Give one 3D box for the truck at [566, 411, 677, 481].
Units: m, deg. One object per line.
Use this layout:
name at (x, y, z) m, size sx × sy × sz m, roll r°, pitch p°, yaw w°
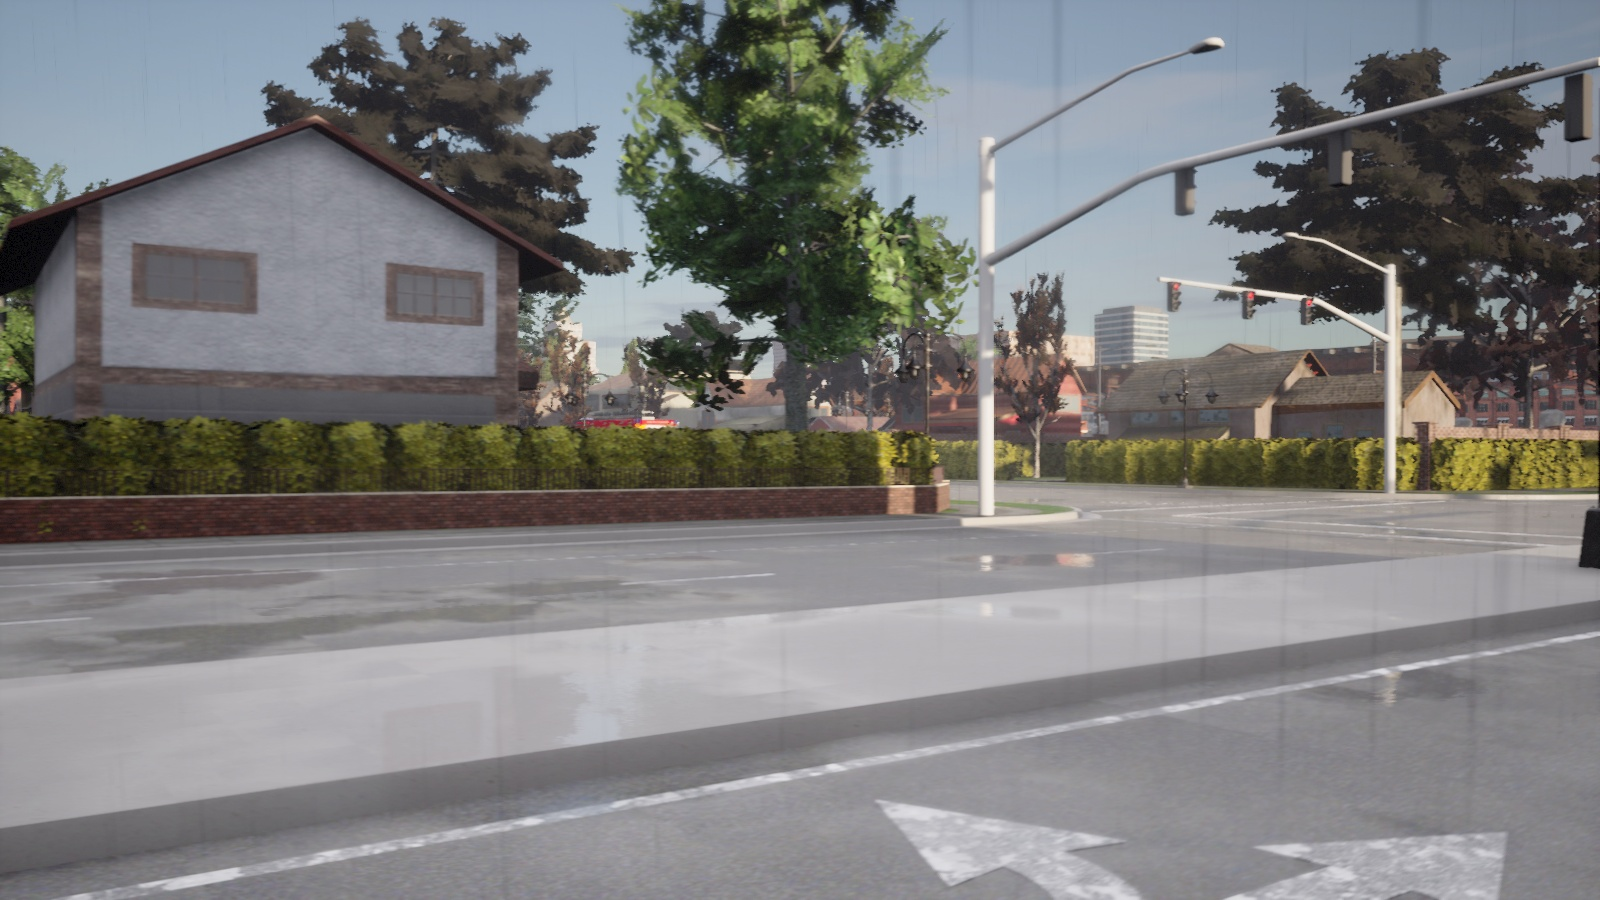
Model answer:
truck at (-10.527, -0.218, 73.254) m, size 2.891 × 3.827 × 8.468 m, roll 0°, pitch 0°, yaw -35°
